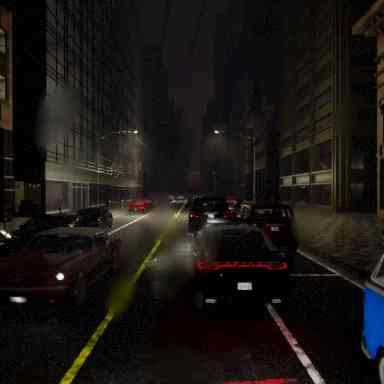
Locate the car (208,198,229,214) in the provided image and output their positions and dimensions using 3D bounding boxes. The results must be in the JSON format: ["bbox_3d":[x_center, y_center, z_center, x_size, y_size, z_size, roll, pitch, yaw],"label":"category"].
[{"bbox_3d":[2.827,1.449,35.891,1.967,1.590,4.097,0,0,0],"label":"car"}]

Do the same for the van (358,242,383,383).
[{"bbox_3d":[2.763,1.341,2.281,1.690,1.788,3.998,0,0,0],"label":"van"}]

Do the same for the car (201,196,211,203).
[{"bbox_3d":[2.890,1.571,69.501,1.887,1.381,4.507,0,0,0],"label":"car"}]

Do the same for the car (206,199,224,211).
[{"bbox_3d":[2.838,1.578,41.493,1.947,1.339,4.313,0,0,0],"label":"car"}]

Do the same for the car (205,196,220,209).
[{"bbox_3d":[2.848,1.455,47.095,1.967,1.590,4.097,0,0,0],"label":"car"}]

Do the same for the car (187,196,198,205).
[{"bbox_3d":[0.115,1.570,61.477,2.033,1.411,5.357,0,0,0],"label":"car"}]

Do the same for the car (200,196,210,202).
[{"bbox_3d":[2.901,1.574,75.104,1.887,1.381,4.507,0,0,0],"label":"car"}]

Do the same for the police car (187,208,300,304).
[{"bbox_3d":[0.915,1.425,8.333,1.930,1.638,5.238,0,0,0],"label":"police car"}]

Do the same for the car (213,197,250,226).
[{"bbox_3d":[2.805,1.319,24.688,2.192,1.841,5.009,0,0,0],"label":"car"}]

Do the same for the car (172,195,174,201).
[{"bbox_3d":[-5.624,1.574,75.111,1.887,1.381,4.507,0,0,0],"label":"car"}]

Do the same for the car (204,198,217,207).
[{"bbox_3d":[2.859,1.600,52.697,1.802,1.307,4.206,0,0,0],"label":"car"}]

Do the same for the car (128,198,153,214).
[{"bbox_3d":[-5.698,1.554,35.896,1.887,1.381,4.507,0,0,0],"label":"car"}]

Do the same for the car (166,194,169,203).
[{"bbox_3d":[-5.656,1.565,58.304,1.887,1.381,4.507,0,0,0],"label":"car"}]

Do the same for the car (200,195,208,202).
[{"bbox_3d":[2.911,1.472,80.706,1.967,1.590,4.097,0,0,0],"label":"car"}]

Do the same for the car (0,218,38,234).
[{"bbox_3d":[-5.751,1.551,7.886,2.008,1.369,4.403,0,0,0],"label":"car"}]

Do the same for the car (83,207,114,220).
[{"bbox_3d":[-5.730,1.568,19.089,1.947,1.339,4.313,0,0,0],"label":"car"}]

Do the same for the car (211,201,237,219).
[{"bbox_3d":[2.817,1.572,30.290,1.947,1.339,4.313,0,0,0],"label":"car"}]

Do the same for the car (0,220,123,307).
[{"bbox_3d":[-3.085,1.601,8.112,1.895,1.301,4.718,0,0,0],"label":"car"}]

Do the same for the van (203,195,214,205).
[{"bbox_3d":[2.869,1.362,58.298,1.690,1.788,3.998,0,0,0],"label":"van"}]

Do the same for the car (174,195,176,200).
[{"bbox_3d":[-5.614,1.577,80.713,1.887,1.381,4.507,0,0,0],"label":"car"}]

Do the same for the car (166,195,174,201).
[{"bbox_3d":[-5.604,1.561,86.145,1.752,1.417,4.829,0,0,0],"label":"car"}]

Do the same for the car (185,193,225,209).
[{"bbox_3d":[0.887,1.224,18.253,2.150,2.045,5.566,0,0,0],"label":"car"}]

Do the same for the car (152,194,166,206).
[{"bbox_3d":[-5.667,1.458,52.702,1.967,1.590,4.097,0,0,0],"label":"car"}]

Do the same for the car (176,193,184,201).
[{"bbox_3d":[-2.846,1.634,81.840,1.895,1.301,4.718,0,0,0],"label":"car"}]

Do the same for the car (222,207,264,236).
[{"bbox_3d":[2.796,1.584,19.086,1.802,1.307,4.206,0,0,0],"label":"car"}]

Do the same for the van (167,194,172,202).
[{"bbox_3d":[-5.636,1.368,69.509,1.690,1.788,3.998,0,0,0],"label":"van"}]

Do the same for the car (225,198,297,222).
[{"bbox_3d":[2.784,1.316,13.484,2.192,1.841,5.009,0,0,0],"label":"car"}]

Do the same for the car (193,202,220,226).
[{"bbox_3d":[0.945,1.530,24.224,1.812,1.442,4.674,0,0,0],"label":"car"}]

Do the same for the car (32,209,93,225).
[{"bbox_3d":[-5.740,1.567,13.487,1.947,1.339,4.313,0,0,0],"label":"car"}]
